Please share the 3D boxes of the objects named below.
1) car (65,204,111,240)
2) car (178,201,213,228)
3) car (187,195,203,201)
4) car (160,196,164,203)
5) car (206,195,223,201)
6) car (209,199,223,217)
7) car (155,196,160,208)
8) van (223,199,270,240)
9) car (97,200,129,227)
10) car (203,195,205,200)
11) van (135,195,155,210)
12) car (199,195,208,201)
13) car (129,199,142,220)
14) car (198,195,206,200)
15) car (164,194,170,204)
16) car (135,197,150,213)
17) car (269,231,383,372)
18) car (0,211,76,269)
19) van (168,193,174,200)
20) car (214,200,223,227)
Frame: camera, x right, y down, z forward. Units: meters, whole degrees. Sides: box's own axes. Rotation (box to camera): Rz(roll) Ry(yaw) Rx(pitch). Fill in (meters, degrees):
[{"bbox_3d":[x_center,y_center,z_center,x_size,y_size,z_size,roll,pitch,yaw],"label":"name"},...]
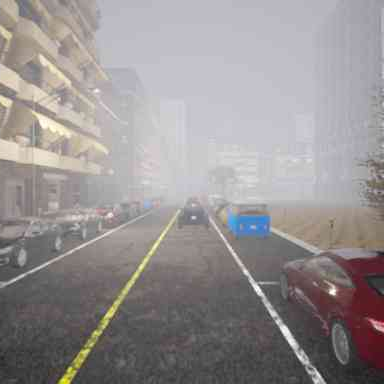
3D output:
[{"bbox_3d":[-5.694,1.518,16.439,2.008,1.369,4.403,0,0,0],"label":"car"},{"bbox_3d":[0.103,1.520,22.145,1.994,1.385,4.181,0,0,0],"label":"car"},{"bbox_3d":[0.106,1.402,44.256,1.882,1.535,5.008,0,0,0],"label":"car"},{"bbox_3d":[-5.691,1.502,49.597,1.802,1.307,4.206,0,0,0],"label":"car"},{"bbox_3d":[2.687,1.379,33.017,1.967,1.590,4.097,0,0,0],"label":"car"},{"bbox_3d":[2.687,1.512,27.491,1.947,1.339,4.313,0,0,0],"label":"car"},{"bbox_3d":[-5.692,1.508,44.071,1.802,1.307,4.206,0,0,0],"label":"car"},{"bbox_3d":[2.685,1.306,16.437,1.690,1.788,3.998,0,0,0],"label":"van"},{"bbox_3d":[-5.694,1.398,21.964,1.967,1.590,4.097,0,0,0],"label":"car"},{"bbox_3d":[2.688,1.450,44.240,1.752,1.417,4.829,0,0,0],"label":"car"},{"bbox_3d":[-5.694,1.274,38.545,1.690,1.788,3.998,0,0,0],"label":"van"},{"bbox_3d":[2.691,1.439,77.231,1.887,1.381,4.507,0,0,0],"label":"car"},{"bbox_3d":[-5.693,1.514,27.491,1.947,1.339,4.313,0,0,0],"label":"car"},{"bbox_3d":[2.692,1.435,88.282,1.887,1.381,4.507,0,0,0],"label":"car"},{"bbox_3d":[-5.690,1.474,60.651,1.947,1.339,4.313,0,0,0],"label":"car"},{"bbox_3d":[-5.693,1.485,33.018,1.887,1.381,4.507,0,0,0],"label":"car"},{"bbox_3d":[2.685,1.569,5.384,1.802,1.307,4.206,0,0,0],"label":"car"},{"bbox_3d":[-5.694,1.528,10.912,2.008,1.369,4.403,0,0,0],"label":"car"},{"bbox_3d":[-5.690,1.234,88.284,1.690,1.788,3.998,0,0,0],"label":"van"},{"bbox_3d":[2.687,1.481,22.133,1.752,1.417,4.829,0,0,0],"label":"car"}]
